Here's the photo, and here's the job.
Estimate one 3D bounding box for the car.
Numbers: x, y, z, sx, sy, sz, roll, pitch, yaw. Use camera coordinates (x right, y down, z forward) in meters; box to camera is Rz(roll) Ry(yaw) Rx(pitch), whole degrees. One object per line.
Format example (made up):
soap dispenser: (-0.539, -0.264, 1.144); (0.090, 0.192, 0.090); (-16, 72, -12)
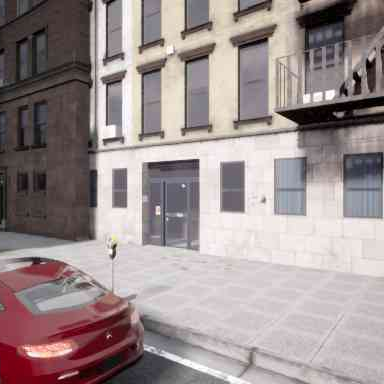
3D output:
car: (-2.504, 1.582, 4.596); (4.206, 1.307, 1.802); (0, 0, 36)
